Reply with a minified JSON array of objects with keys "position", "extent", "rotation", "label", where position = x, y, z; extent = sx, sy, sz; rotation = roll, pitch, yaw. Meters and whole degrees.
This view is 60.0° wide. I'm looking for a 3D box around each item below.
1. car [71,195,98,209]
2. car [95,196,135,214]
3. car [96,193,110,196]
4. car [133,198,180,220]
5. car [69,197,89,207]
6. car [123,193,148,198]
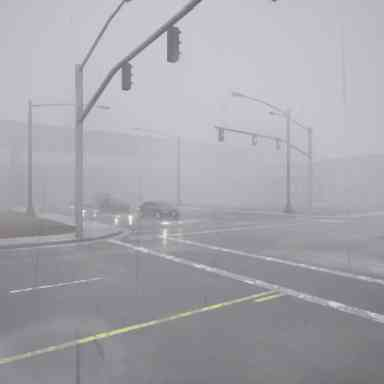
[{"position":[-14.259,1.526,44.295],"extent":[1.812,1.442,4.674],"rotation":[0,0,-32],"label":"car"},{"position":[-8.458,1.478,36.008],"extent":[1.882,1.535,5.008],"rotation":[0,0,-36],"label":"car"},{"position":[-13.685,1.221,50.654],"extent":[2.150,2.045,5.566],"rotation":[-1,0,-24],"label":"car"},{"position":[-2.878,1.505,28.436],"extent":[1.837,1.490,4.892],"rotation":[0,0,-36],"label":"car"},{"position":[-18.304,1.547,54.173],"extent":[2.033,1.411,5.357],"rotation":[0,0,-8],"label":"car"},{"position":[-12.210,1.222,69.352],"extent":[2.150,2.045,5.566],"rotation":[0,0,30],"label":"car"}]
